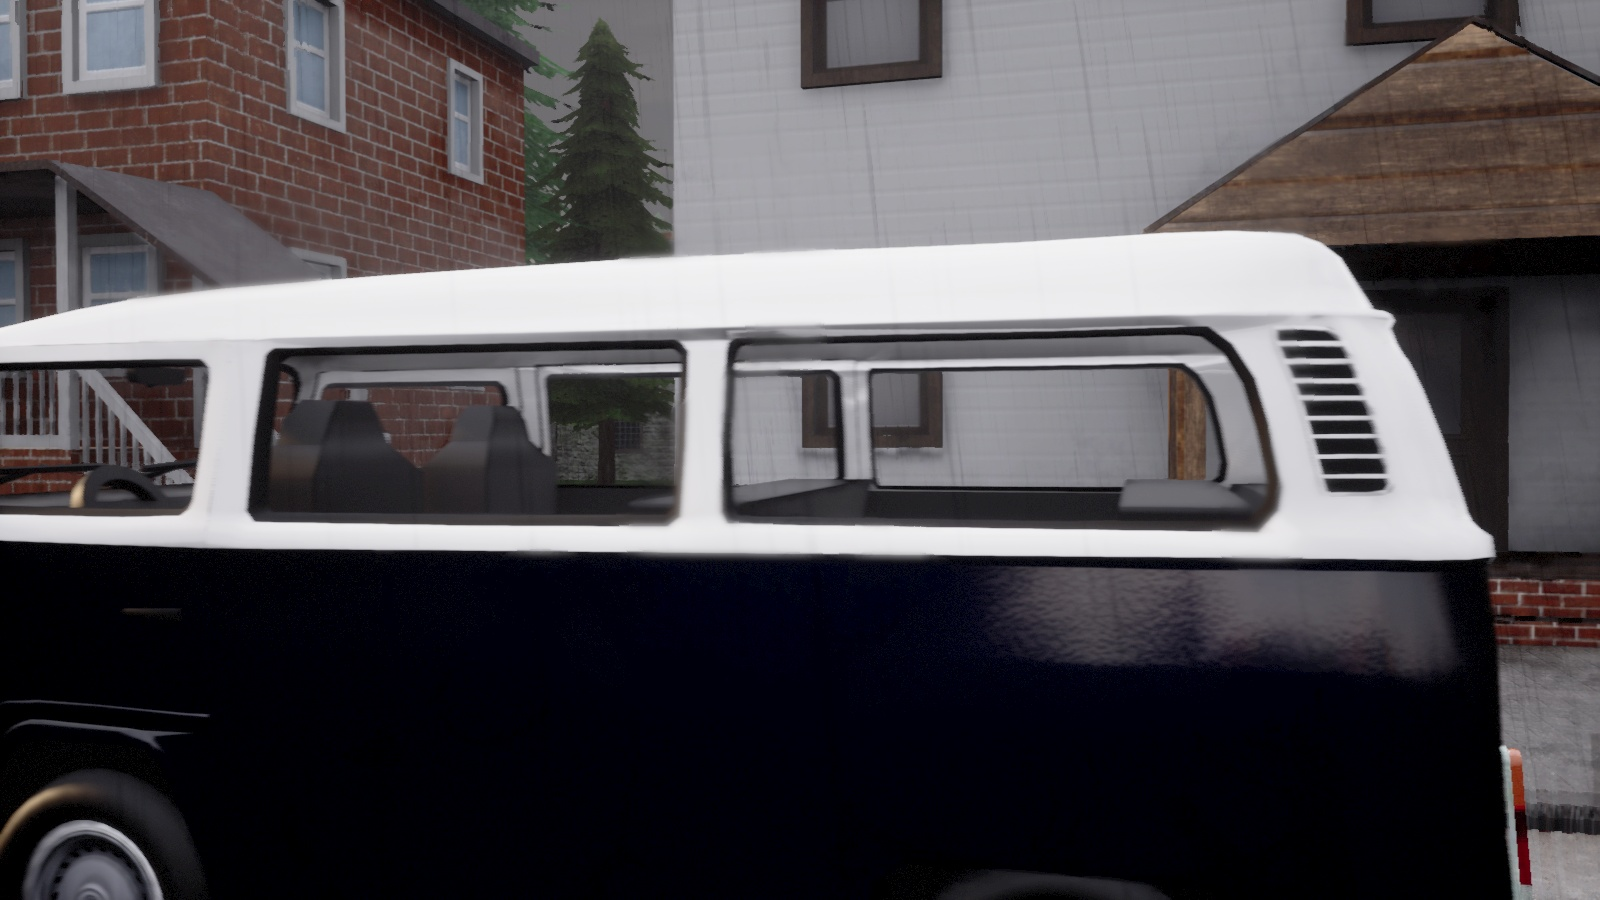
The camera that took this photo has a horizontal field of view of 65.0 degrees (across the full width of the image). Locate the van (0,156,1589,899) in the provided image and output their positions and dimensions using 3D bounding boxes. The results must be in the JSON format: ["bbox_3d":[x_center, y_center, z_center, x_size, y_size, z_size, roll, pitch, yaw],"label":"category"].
[{"bbox_3d":[-0.558,0.488,3.729,4.480,2.038,2.069,0,1,15],"label":"van"}]
